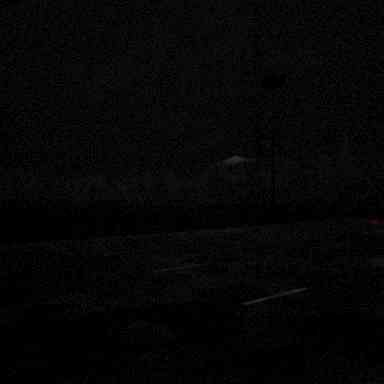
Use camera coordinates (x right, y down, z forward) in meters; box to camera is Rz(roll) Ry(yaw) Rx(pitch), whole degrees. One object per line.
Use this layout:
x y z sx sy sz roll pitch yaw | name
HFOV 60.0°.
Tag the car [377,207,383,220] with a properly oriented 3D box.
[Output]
18.462 1.805 29.940 4.674 1.442 1.812 1 0 -36 | car
